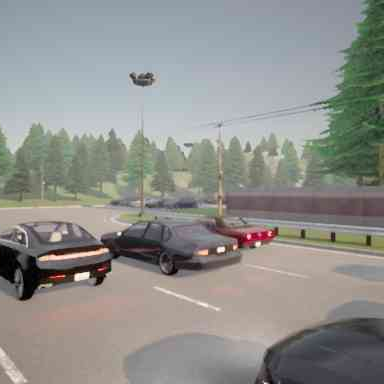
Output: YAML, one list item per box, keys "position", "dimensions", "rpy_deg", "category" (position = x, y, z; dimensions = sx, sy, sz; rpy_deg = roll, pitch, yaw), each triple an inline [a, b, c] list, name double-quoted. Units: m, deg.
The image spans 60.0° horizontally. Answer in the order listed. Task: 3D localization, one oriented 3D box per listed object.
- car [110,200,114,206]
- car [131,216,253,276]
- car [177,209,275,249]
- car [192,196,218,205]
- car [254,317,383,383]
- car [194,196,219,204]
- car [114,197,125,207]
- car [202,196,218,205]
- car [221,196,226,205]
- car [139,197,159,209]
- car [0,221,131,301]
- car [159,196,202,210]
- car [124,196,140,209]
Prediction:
- position: [-10.462, 1.456, 52.420]
  dimensions: [5.008, 1.535, 1.882]
  rpy_deg: [0, 0, -43]
  category: "car"
- position: [-0.949, 1.543, 10.485]
  dimensions: [2.033, 1.411, 5.357]
  rpy_deg: [0, 0, -43]
  category: "car"
- position: [0.892, 1.596, 13.667]
  dimensions: [1.895, 1.301, 4.718]
  rpy_deg: [0, 0, -42]
  category: "car"
- position: [2.382, 1.483, 59.436]
  dimensions: [4.892, 1.490, 1.837]
  rpy_deg: [0, 0, -42]
  category: "car"
- position: [2.576, 1.505, 1.692]
  dimensions: [1.837, 1.490, 4.892]
  rpy_deg: [0, 0, -43]
  category: "car"
- position: [2.802, 1.483, 64.530]
  dimensions: [4.892, 1.490, 1.837]
  rpy_deg: [0, 0, -42]
  category: "car"
- position: [-8.490, 1.471, 49.483]
  dimensions: [4.902, 1.511, 2.128]
  rpy_deg: [0, 0, -43]
  category: "car"
- position: [4.571, 1.458, 56.703]
  dimensions: [5.008, 1.535, 1.882]
  rpy_deg: [0, 0, -42]
  category: "car"
- position: [7.408, 1.529, 54.570]
  dimensions: [5.357, 1.411, 2.033]
  rpy_deg: [0, 0, -43]
  category: "car"
- position: [-3.863, 1.531, 44.229]
  dimensions: [5.357, 1.411, 2.033]
  rpy_deg: [0, 0, -43]
  category: "car"
- position: [-3.856, 1.488, 8.484]
  dimensions: [2.128, 1.511, 4.902]
  rpy_deg: [0, 0, -43]
  category: "car"
- position: [-1.427, 1.337, 41.712]
  dimensions: [4.553, 1.767, 2.097]
  rpy_deg: [0, 0, -43]
  category: "car"
- position: [-6.606, 1.508, 46.461]
  dimensions: [4.674, 1.442, 1.812]
  rpy_deg: [0, 0, -43]
  category: "car"
